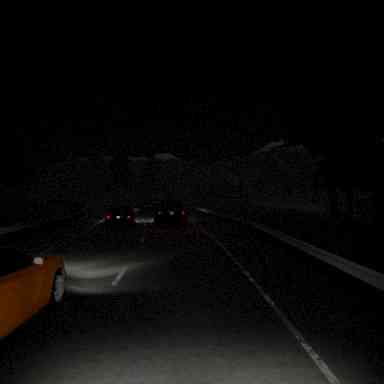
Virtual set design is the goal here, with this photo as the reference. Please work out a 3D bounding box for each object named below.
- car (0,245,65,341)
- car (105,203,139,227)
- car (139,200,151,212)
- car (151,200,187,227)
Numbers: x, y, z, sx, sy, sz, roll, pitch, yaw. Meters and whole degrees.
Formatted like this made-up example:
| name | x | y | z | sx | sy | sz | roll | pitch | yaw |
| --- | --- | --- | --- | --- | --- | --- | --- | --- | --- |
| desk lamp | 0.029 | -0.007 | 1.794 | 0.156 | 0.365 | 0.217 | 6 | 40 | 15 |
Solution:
| name | x | y | z | sx | sy | sz | roll | pitch | yaw |
| --- | --- | --- | --- | --- | --- | --- | --- | --- | --- |
| car | -3.540 | 1.500 | 5.004 | 1.882 | 1.535 | 5.008 | 0 | 0 | -1 |
| car | -4.997 | 1.638 | 23.363 | 2.033 | 1.411 | 5.357 | 0 | 0 | -8 |
| car | -5.578 | 1.706 | 41.560 | 2.033 | 1.411 | 5.357 | 0 | 0 | -17 |
| car | -1.641 | 1.442 | 24.055 | 2.097 | 1.767 | 4.553 | 0 | 0 | -8 |
